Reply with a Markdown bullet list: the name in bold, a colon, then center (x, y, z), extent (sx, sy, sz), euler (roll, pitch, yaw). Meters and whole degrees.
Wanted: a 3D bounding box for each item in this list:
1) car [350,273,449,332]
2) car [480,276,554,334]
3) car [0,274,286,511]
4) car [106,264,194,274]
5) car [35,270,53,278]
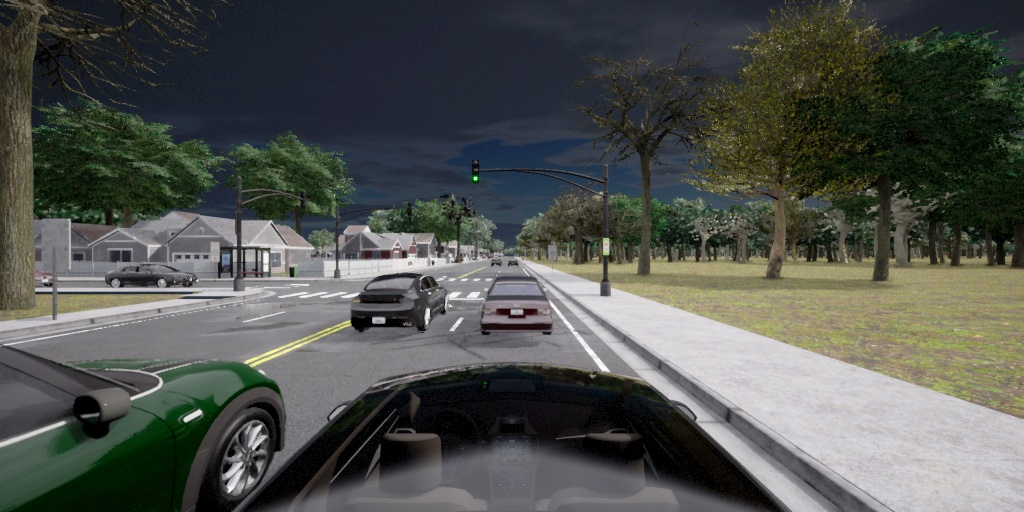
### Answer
- **car**: center (-3.145, 1.255, 10.857), extent (1.837, 1.490, 4.892), euler (0, 0, 0)
- **car**: center (0.115, 1.297, 10.537), extent (2.033, 1.411, 5.357), euler (0, 0, 0)
- **car**: center (-3.148, 1.102, 1.475), extent (2.097, 1.767, 4.553), euler (0, 0, 0)
- **car**: center (-22.909, 1.286, 22.879), extent (4.892, 1.490, 1.837), euler (0, 0, 0)
- **car**: center (-32.197, 1.322, 22.956), extent (4.674, 1.442, 1.812), euler (0, 0, 0)
